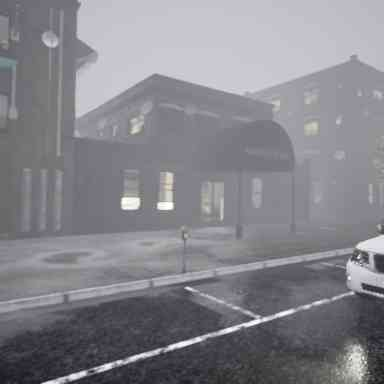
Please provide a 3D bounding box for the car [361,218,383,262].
[{"bbox_3d":[8.659,1.740,12.811,4.829,1.417,1.752,1,0,-35],"label":"car"}]

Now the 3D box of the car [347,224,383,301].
[{"bbox_3d":[5.832,1.356,7.538,5.566,2.045,2.150,1,-1,-36],"label":"car"}]
